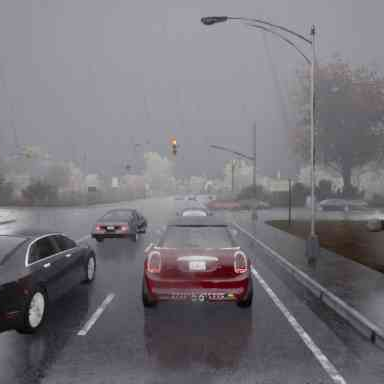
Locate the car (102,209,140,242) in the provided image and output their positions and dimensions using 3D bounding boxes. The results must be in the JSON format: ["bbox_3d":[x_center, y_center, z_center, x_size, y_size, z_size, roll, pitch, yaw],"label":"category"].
[{"bbox_3d":[-3.389,1.547,16.398,2.033,1.411,5.357,0,0,0],"label":"car"}]

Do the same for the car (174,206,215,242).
[{"bbox_3d":[0.114,1.526,17.193,1.812,1.442,4.674,0,0,0],"label":"car"}]

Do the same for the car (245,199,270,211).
[{"bbox_3d":[6.707,1.548,40.431,5.357,1.411,2.033,0,0,3],"label":"car"}]

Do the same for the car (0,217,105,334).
[{"bbox_3d":[-3.394,1.505,6.740,1.837,1.490,4.892,0,0,0],"label":"car"}]

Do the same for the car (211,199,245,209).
[{"bbox_3d":[3.404,1.565,37.116,4.181,1.385,1.994,0,0,3],"label":"car"}]

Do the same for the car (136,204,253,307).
[{"bbox_3d":[0.106,1.352,8.153,2.097,1.767,4.553,0,0,0],"label":"car"}]

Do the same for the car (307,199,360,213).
[{"bbox_3d":[15.176,1.506,36.446,4.892,1.490,1.837,0,0,3],"label":"car"}]

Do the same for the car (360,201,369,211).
[{"bbox_3d":[18.782,1.561,39.753,4.181,1.385,1.994,0,0,3],"label":"car"}]

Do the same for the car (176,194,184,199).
[{"bbox_3d":[-3.377,1.403,95.420,1.994,1.385,4.181,0,0,1],"label":"car"}]

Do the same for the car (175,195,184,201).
[{"bbox_3d":[-3.426,1.545,85.394,1.994,1.385,4.181,0,0,0],"label":"car"}]

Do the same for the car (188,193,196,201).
[{"bbox_3d":[0.074,1.518,85.425,1.812,1.442,4.674,0,0,0],"label":"car"}]
